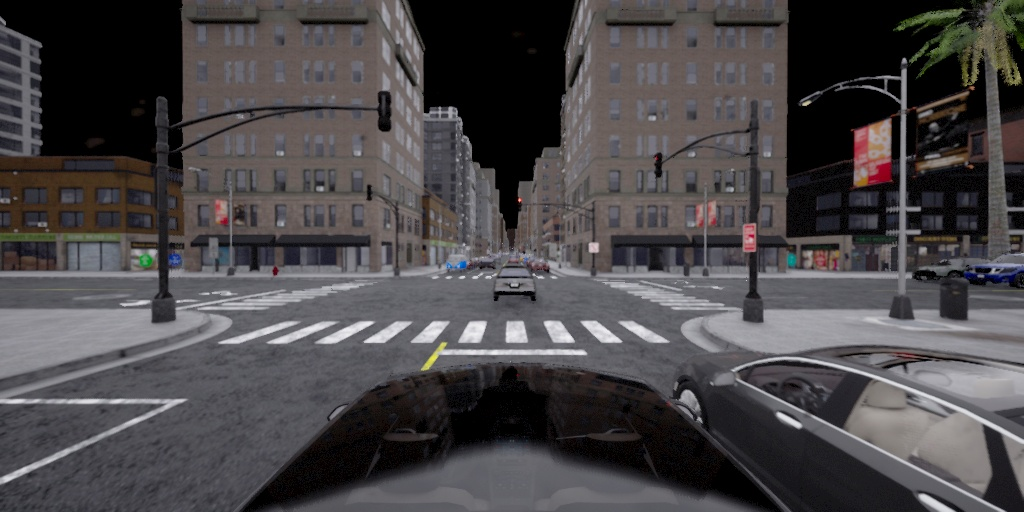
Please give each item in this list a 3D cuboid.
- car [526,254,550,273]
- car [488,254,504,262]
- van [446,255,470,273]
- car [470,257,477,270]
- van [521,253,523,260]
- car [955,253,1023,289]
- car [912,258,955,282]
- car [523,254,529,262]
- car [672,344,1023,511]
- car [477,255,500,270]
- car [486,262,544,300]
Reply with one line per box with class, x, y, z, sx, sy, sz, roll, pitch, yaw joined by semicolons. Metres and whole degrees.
car;2.804;0.875;37.061;1.967;1.591;4.097;0;0;0
car;-2.826;0.798;59.579;1.994;1.385;4.181;0;0;1
van;-5.722;0.775;37.094;1.690;1.789;3.998;0;0;0
car;-5.698;0.824;42.763;1.967;1.591;4.097;0;0;0
van;2.899;0.573;59.737;1.690;1.789;3.998;0;0;0
car;30.507;0.845;21.228;5.566;2.045;2.150;0;1;0
car;30.372;0.943;24.475;4.553;1.767;2.097;0;1;0
car;2.851;0.774;48.398;1.967;1.591;4.097;0;0;0
car;2.668;1.294;2.412;2.007;1.370;4.403;0;0;0
car;-2.930;0.924;43.615;2.033;1.411;5.357;0;1;0
car;0.123;1.166;16.559;2.033;1.411;5.357;0;1;0
